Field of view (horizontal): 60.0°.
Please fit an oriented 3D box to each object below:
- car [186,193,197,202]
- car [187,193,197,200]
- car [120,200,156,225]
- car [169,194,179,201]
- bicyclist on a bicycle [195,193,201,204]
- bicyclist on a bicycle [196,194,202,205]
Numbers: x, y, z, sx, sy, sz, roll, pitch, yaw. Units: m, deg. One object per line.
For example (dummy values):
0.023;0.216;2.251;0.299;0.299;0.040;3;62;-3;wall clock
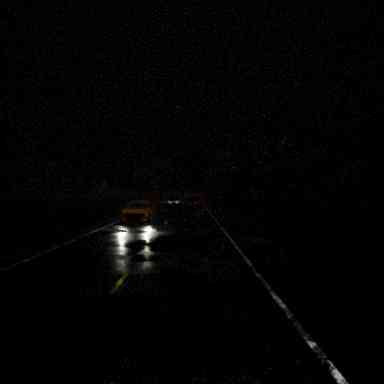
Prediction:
0.004;1.066;63.266;1.812;1.442;4.674;0;0;0;car
-0.008;0.982;76.902;2.033;1.411;5.357;0;0;0;car
-3.602;1.309;22.938;1.882;1.535;5.008;0;0;0;car
-3.513;1.070;65.448;2.033;1.411;5.357;0;0;0;car
0.938;1.047;53.543;0.866;1.612;1.509;0;0;0;bicyclist on a bicycle
0.939;1.114;44.213;0.866;1.612;1.509;0;0;0;bicyclist on a bicycle
